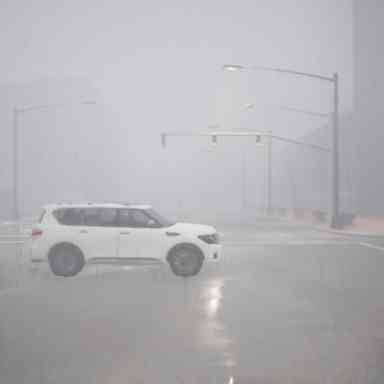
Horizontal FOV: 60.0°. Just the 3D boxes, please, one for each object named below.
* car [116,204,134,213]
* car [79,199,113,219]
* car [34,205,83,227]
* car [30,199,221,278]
[{"bbox_3d":[-10.539,2.603,52.678,1.895,1.301,4.718,0,-1,0],"label":"car"},{"bbox_3d":[-10.600,1.842,37.205,2.150,2.045,5.566,0,-2,-1],"label":"car"},{"bbox_3d":[-10.597,1.865,26.841,1.882,1.535,5.008,0,-1,0],"label":"car"},{"bbox_3d":[-1.913,1.344,10.109,5.566,2.045,2.150,0,-1,0],"label":"car"}]
